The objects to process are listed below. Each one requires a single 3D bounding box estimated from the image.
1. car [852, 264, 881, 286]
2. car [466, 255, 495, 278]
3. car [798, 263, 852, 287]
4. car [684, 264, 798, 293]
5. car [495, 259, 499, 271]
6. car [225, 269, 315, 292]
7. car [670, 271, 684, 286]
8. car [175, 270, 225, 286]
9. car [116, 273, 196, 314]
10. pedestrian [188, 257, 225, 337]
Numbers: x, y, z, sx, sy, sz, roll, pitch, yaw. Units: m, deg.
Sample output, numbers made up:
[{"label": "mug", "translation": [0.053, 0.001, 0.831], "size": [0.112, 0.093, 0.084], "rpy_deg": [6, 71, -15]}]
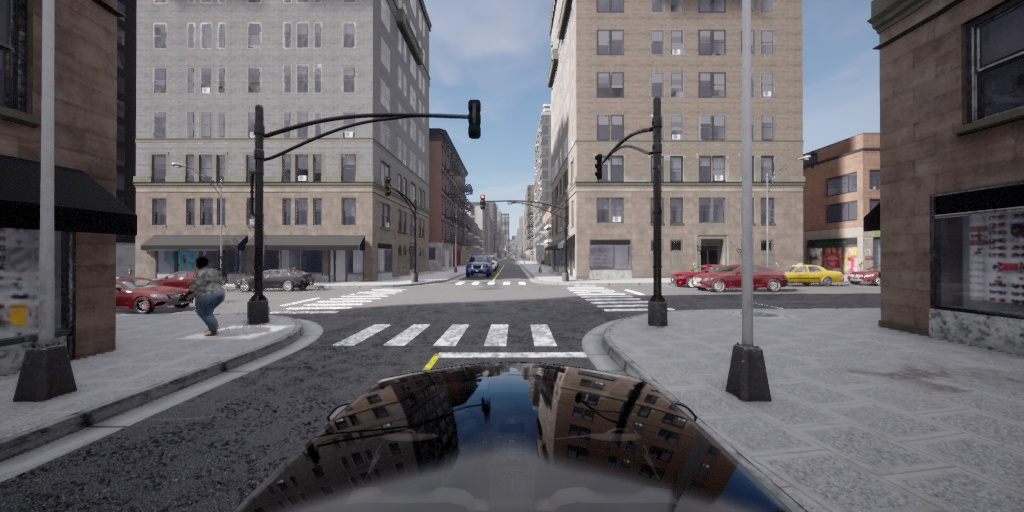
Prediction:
[{"label": "car", "translation": [23.116, 1.121, 21.968], "size": [4.207, 1.307, 1.802], "rpy_deg": [0, 0, 0]}, {"label": "car", "translation": [-3.120, 0.960, 34.684], "size": [2.150, 2.045, 5.566], "rpy_deg": [0, 0, 0]}, {"label": "car", "translation": [17.452, 1.117, 22.004], "size": [4.829, 1.417, 1.751], "rpy_deg": [0, 0, 0]}, {"label": "car", "translation": [12.186, 1.157, 19.283], "size": [4.674, 1.442, 1.812], "rpy_deg": [-1, 0, 1]}, {"label": "car", "translation": [-3.122, 0.940, 46.105], "size": [2.150, 2.045, 5.566], "rpy_deg": [0, 0, 0]}, {"label": "car", "translation": [-14.633, 1.458, 22.209], "size": [4.403, 1.370, 2.007], "rpy_deg": [0, 0, 0]}, {"label": "car", "translation": [12.130, 1.190, 22.038], "size": [4.507, 1.381, 1.888], "rpy_deg": [0, 0, 0]}, {"label": "car", "translation": [-20.161, 1.545, 22.244], "size": [4.207, 1.307, 1.802], "rpy_deg": [0, 0, 0]}, {"label": "car", "translation": [-14.661, 1.451, 13.683], "size": [4.207, 1.307, 1.802], "rpy_deg": [0, 0, 0]}, {"label": "pedestrian", "translation": [-6.939, 0.891, 8.150], "size": [0.375, 1.860, 0.375], "rpy_deg": [0, 0, 0]}]
